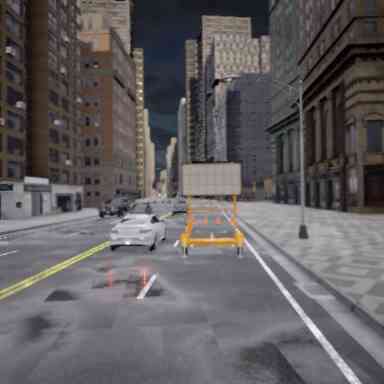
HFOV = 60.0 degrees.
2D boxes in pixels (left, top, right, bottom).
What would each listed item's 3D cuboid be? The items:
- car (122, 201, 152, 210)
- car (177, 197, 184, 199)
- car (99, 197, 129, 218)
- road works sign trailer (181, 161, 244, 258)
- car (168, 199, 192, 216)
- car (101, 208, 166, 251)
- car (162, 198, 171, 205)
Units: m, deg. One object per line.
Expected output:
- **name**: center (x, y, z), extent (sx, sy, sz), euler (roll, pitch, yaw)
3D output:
- **car**: center (-4.865, 1.827, 31.467), extent (1.837, 1.490, 4.892), euler (-1, 0, 3)
- **car**: center (-2.552, 1.986, 73.938), extent (2.097, 1.767, 4.553), euler (-1, 0, 3)
- **car**: center (-7.951, 1.607, 34.810), extent (2.150, 2.045, 5.566), euler (-1, 0, 3)
- **road works sign trailer**: center (0.789, 0.565, 13.278), extent (2.380, 3.560, 2.880), euler (-1, 0, 3)
- **car**: center (-1.115, 1.870, 37.188), extent (2.033, 1.411, 5.357), euler (-1, 0, 3)
- **car**: center (-2.287, 1.677, 14.784), extent (1.812, 1.442, 4.674), euler (-1, -1, 3)
- **car**: center (-5.712, 2.070, 75.735), extent (2.128, 1.511, 4.902), euler (-1, 0, 3)
